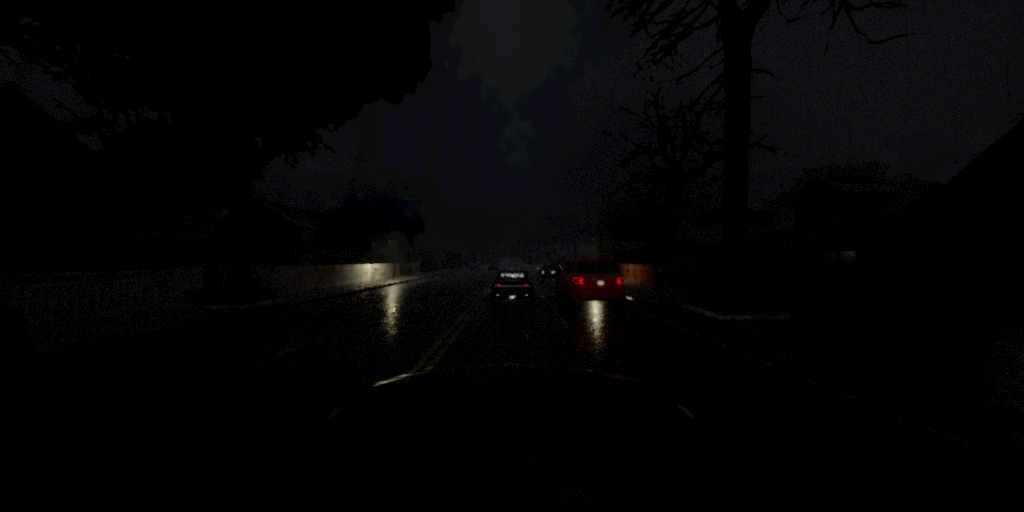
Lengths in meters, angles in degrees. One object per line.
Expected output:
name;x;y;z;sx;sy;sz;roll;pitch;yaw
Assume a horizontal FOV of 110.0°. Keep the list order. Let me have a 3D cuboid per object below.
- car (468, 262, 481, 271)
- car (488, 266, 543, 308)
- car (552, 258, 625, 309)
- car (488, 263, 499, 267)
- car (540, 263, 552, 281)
car;-6.449;1.827;62.105;1.882;1.535;5.008;0;-1;0
car;0.018;1.385;16.131;2.128;1.511;4.902;0;0;0
car;3.265;1.105;15.844;2.150;2.045;5.566;0;0;0
car;-3.194;1.899;62.589;2.033;1.411;5.357;0;-1;0
car;3.279;1.390;30.906;2.097;1.767;4.553;0;-1;0
